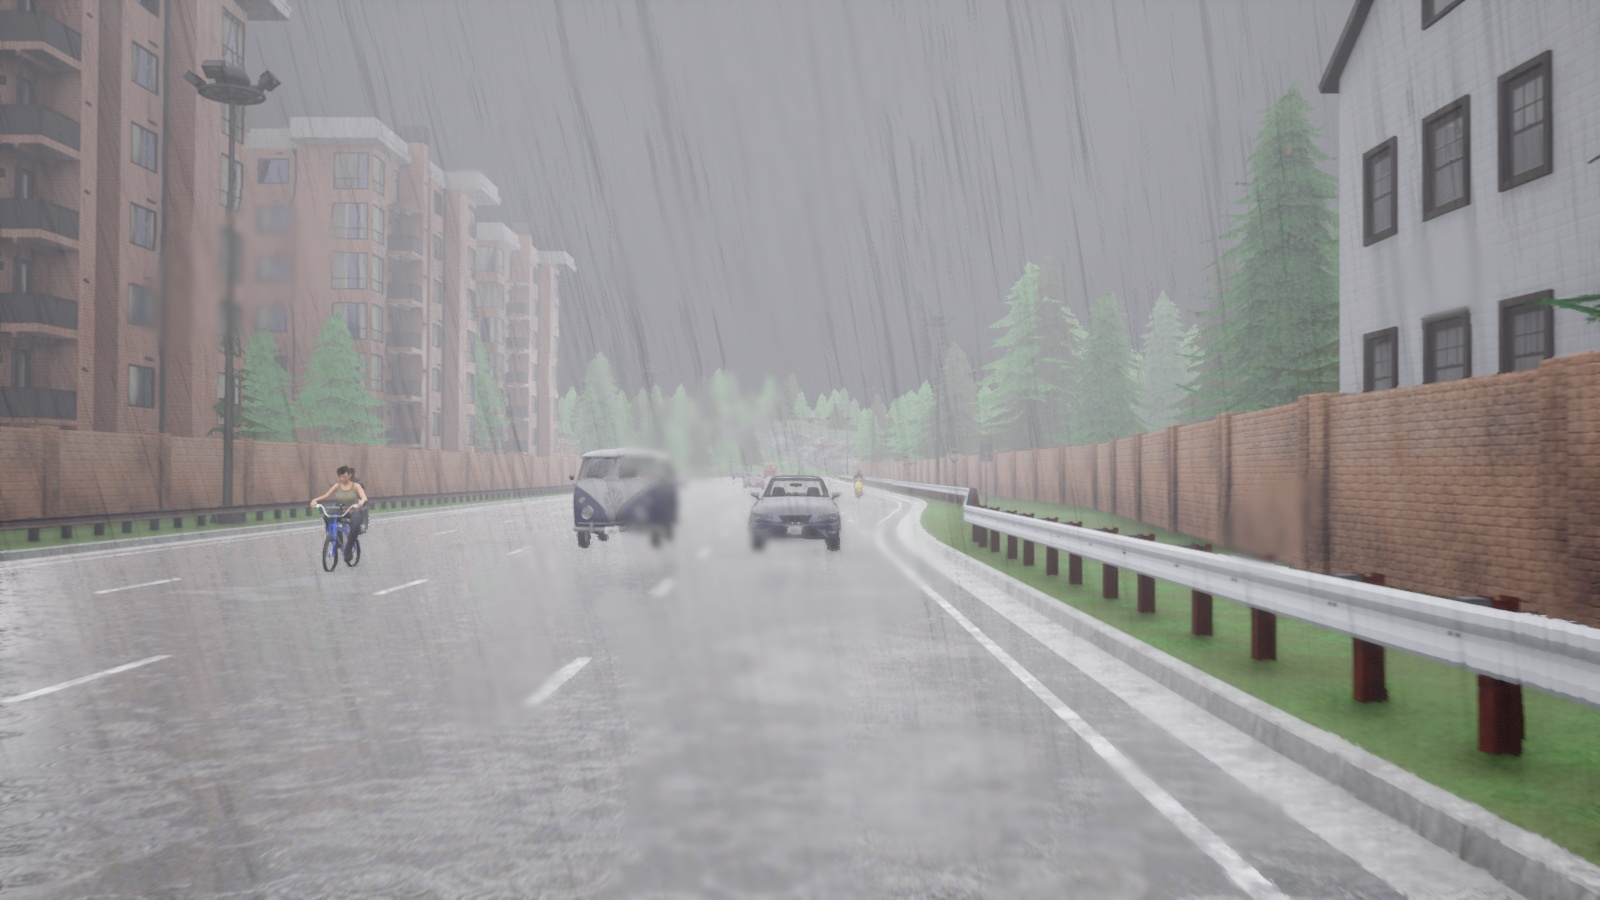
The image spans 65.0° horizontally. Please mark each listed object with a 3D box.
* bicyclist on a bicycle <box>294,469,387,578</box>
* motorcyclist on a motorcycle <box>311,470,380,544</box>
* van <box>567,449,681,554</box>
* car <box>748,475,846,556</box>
[{"bbox_3d":[-7.043,1.103,19.328,0.866,1.612,1.509,0,-1,0],"label":"bicyclist on a bicycle"},{"bbox_3d":[-10.571,1.297,29.288,0.766,1.649,2.350,0,-1,0],"label":"motorcyclist on a motorcycle"},{"bbox_3d":[-3.564,1.019,26.140,1.775,1.987,4.442,0,-1,0],"label":"van"},{"bbox_3d":[-0.062,1.253,25.351,1.816,1.474,4.193,0,-1,0],"label":"car"}]
